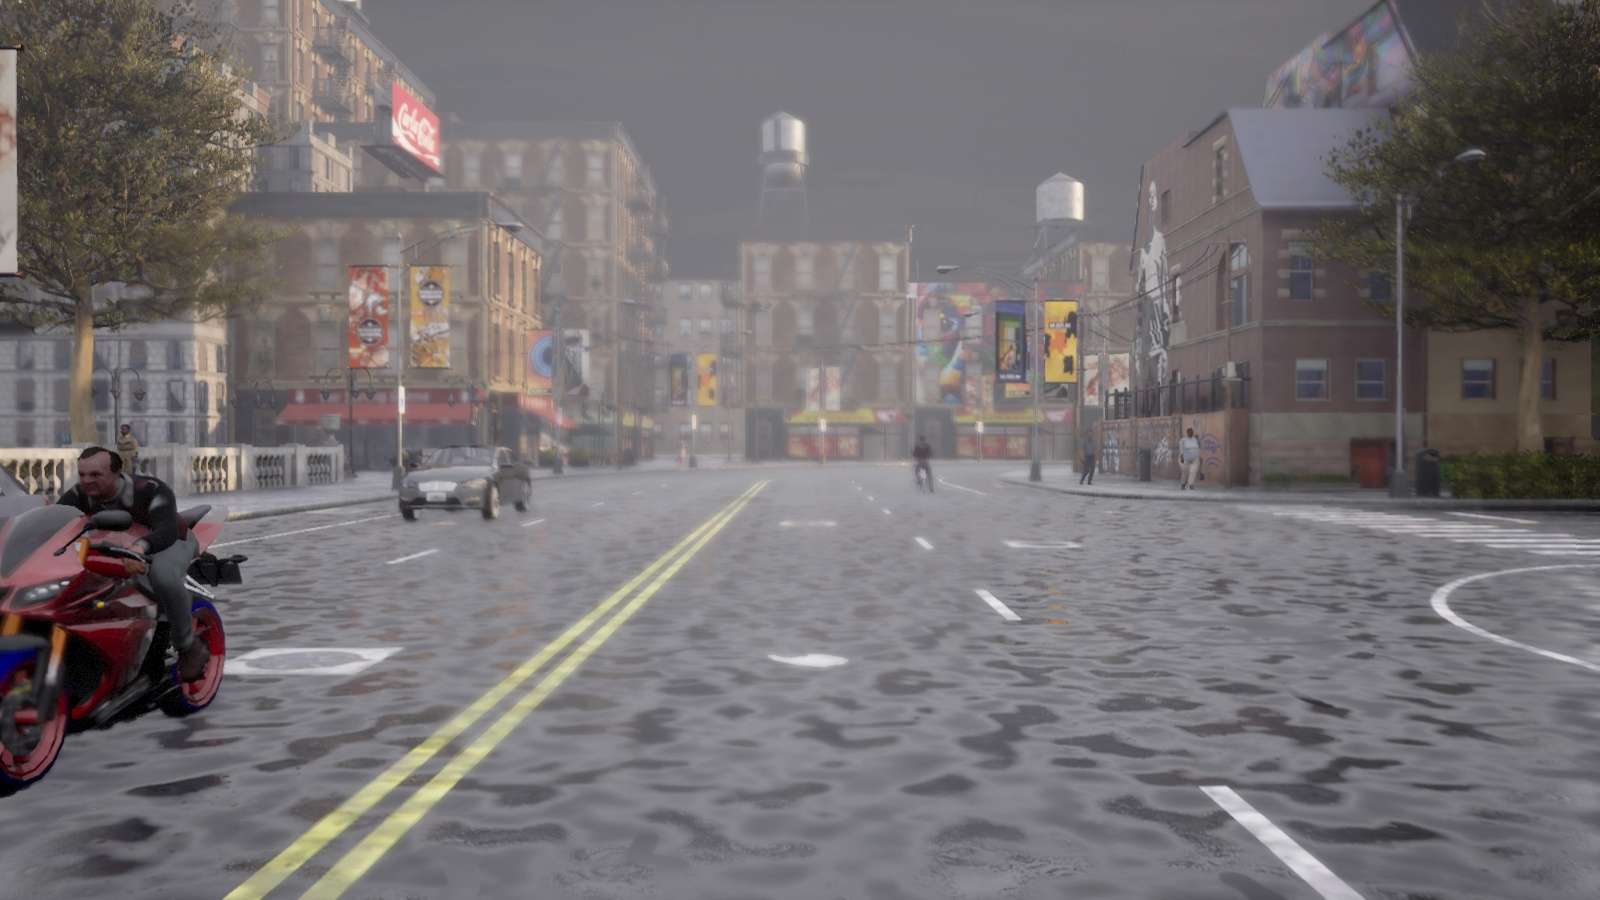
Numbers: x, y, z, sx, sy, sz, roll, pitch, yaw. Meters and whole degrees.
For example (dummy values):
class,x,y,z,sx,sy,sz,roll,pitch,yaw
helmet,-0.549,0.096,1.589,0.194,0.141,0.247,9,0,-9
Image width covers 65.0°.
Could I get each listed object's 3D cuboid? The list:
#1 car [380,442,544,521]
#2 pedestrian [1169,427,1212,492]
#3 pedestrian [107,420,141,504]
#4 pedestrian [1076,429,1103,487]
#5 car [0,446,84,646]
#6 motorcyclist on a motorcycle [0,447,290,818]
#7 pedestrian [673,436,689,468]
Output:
class,x,y,z,sx,sy,sz,roll,pitch,yaw
car,-6.951,0.605,26.451,2.128,1.511,4.902,0,0,0
pedestrian,11.231,0.274,36.155,0.874,1.855,0.900,0,0,-6
pedestrian,-15.766,0.279,29.300,0.396,1.930,0.692,0,0,1
pedestrian,9.398,0.255,40.763,0.540,1.848,0.694,0,0,-20
car,-6.935,0.723,8.710,1.845,1.501,3.633,0,0,0
motorcyclist on a motorcycle,-3.447,0.758,6.290,0.866,1.530,2.191,-1,0,0
pedestrian,-7.272,0.104,76.619,0.659,1.952,0.873,0,0,17
